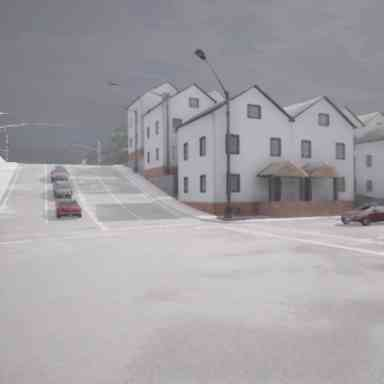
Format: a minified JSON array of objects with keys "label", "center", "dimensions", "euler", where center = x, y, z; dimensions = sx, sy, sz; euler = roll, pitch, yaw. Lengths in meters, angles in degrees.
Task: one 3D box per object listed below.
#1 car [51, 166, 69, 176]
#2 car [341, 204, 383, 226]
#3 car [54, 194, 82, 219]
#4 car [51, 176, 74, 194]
[{"label":"car","center":[-17.320,-2.410,43.663],"dimensions":[2.097,1.767,4.553],"euler":[0,13,-23]},{"label":"car","center":[12.950,1.619,24.085],"dimensions":[4.674,1.442,1.812],"euler":[0,-1,-24]},{"label":"car","center":[-10.272,1.282,27.689],"dimensions":[1.895,1.301,4.718],"euler":[0,6,-24]},{"label":"car","center":[-13.936,-0.322,35.974],"dimensions":[1.837,1.490,4.892],"euler":[0,13,-24]}]
